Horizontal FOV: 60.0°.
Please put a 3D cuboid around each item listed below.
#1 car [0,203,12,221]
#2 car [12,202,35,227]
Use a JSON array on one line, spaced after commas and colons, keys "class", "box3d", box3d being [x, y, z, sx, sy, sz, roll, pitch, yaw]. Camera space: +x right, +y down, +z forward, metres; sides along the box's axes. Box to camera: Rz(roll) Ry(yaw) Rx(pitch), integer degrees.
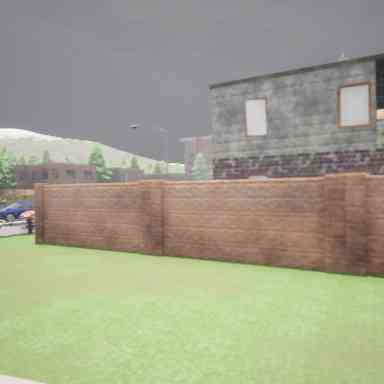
[{"class": "car", "box3d": [-14.409, 1.620, 28.260, 1.882, 1.535, 5.008, -1, 0, 28]}, {"class": "car", "box3d": [-9.376, 1.442, 22.849, 2.097, 1.767, 4.553, -1, 0, 28]}]
